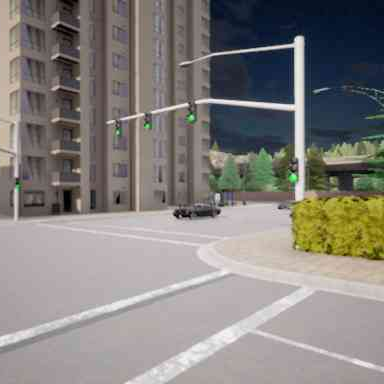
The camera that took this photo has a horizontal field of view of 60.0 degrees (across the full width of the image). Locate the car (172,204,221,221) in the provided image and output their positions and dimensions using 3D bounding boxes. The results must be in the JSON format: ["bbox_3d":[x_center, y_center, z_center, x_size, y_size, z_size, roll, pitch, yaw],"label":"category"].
[{"bbox_3d":[0.463,1.705,29.031,1.895,1.301,4.718,0,0,41],"label":"car"}]

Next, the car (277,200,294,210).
[{"bbox_3d":[12.711,1.675,43.208,1.994,1.385,4.181,0,0,41],"label":"car"}]
